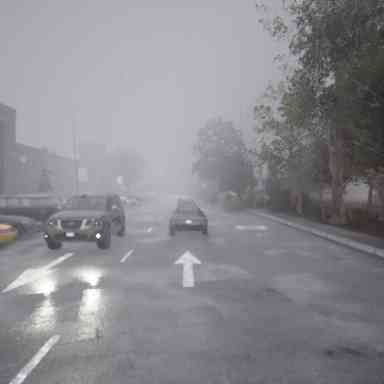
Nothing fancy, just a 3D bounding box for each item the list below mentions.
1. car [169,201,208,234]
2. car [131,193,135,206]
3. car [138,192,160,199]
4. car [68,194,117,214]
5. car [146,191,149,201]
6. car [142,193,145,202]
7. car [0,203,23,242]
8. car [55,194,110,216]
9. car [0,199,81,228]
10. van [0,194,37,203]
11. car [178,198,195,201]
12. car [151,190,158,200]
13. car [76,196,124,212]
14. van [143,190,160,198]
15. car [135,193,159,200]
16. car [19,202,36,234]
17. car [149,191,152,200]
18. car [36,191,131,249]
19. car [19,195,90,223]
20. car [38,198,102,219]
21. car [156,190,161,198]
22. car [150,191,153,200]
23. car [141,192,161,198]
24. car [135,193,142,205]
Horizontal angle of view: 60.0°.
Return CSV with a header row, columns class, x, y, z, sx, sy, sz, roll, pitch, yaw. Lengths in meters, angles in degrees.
class,x,y,z,sx,sy,sz,roll,pitch,yaw
car,-0.198,1.413,18.218,1.994,1.385,4.181,0,0,-1
car,-10.045,0.930,39.154,5.566,2.045,2.435,-1,0,-21
car,-11.136,0.929,87.098,5.366,1.575,1.946,-1,1,-21
car,-9.940,1.099,33.141,4.553,1.767,2.185,-1,1,-21
car,-10.391,0.948,57.143,4.553,1.767,2.185,-1,0,-21
car,-10.201,0.872,48.169,5.566,2.045,2.435,-1,0,-21
car,-9.425,1.387,12.184,5.366,1.575,1.946,-1,0,-21
car,-9.891,1.122,30.141,4.553,1.767,2.185,-1,1,-21
car,-9.761,1.320,21.123,5.008,1.535,2.097,-1,1,-21
van,-9.824,1.121,18.074,4.442,1.987,1.878,-1,1,-21
car,-0.636,1.291,38.591,1.895,1.301,4.718,0,0,-1
car,-10.643,1.004,72.154,4.892,1.521,2.231,-1,0,-21
car,-9.994,1.232,36.156,4.792,1.488,2.163,-1,0,-21
van,-11.241,0.608,93.109,4.442,1.987,1.878,-1,1,-22
car,-10.587,0.971,78.223,5.366,1.575,1.946,-1,0,-21
car,-9.662,1.409,15.121,4.674,1.452,2.002,-1,0,-21
car,-10.383,1.087,60.165,4.792,1.488,2.163,-1,0,-21
car,-4.263,1.096,14.264,2.150,2.045,5.566,0,0,-1
car,-9.855,1.170,24.123,4.553,1.767,2.185,-1,0,-21
car,-9.873,1.311,27.133,4.674,1.452,2.002,-1,0,-21
car,-10.524,0.984,75.222,5.366,1.575,1.946,-1,0,-21
car,-10.466,1.083,63.156,4.674,1.452,2.002,-1,0,-21
car,-11.054,0.884,90.169,5.008,1.535,2.097,-1,1,-21
car,-9.990,1.136,45.216,5.366,1.575,1.946,-1,0,-21
